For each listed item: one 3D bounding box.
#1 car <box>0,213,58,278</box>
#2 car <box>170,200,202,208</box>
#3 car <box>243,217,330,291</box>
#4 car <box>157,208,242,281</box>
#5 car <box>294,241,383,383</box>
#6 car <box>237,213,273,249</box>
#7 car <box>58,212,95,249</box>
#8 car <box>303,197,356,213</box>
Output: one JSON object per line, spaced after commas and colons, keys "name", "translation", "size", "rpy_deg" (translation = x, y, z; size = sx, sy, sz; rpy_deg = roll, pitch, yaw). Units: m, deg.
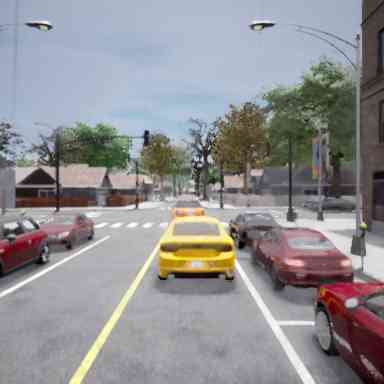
{"name": "car", "translation": [-5.385, 1.420, 8.673], "size": [1.967, 1.590, 4.097], "rpy_deg": [0, 0, 0]}
{"name": "car", "translation": [-0.356, 1.301, 22.200], "size": [2.097, 1.767, 4.553], "rpy_deg": [0, 0, -6]}
{"name": "car", "translation": [2.640, 1.562, 8.673], "size": [1.802, 1.307, 4.206], "rpy_deg": [0, 0, 0]}
{"name": "car", "translation": [0.105, 1.455, 9.789], "size": [1.882, 1.535, 5.008], "rpy_deg": [0, 0, 0]}
{"name": "car", "translation": [2.638, 1.537, 3.155], "size": [1.887, 1.381, 4.507], "rpy_deg": [0, 0, 0]}
{"name": "car", "translation": [2.642, 1.533, 14.191], "size": [1.947, 1.339, 4.313], "rpy_deg": [0, 0, 0]}
{"name": "car", "translation": [-5.383, 1.549, 14.193], "size": [1.802, 1.307, 4.206], "rpy_deg": [0, 0, 0]}
{"name": "car", "translation": [14.268, 1.355, 33.902], "size": [4.674, 1.442, 1.812], "rpy_deg": [0, 0, 2]}
